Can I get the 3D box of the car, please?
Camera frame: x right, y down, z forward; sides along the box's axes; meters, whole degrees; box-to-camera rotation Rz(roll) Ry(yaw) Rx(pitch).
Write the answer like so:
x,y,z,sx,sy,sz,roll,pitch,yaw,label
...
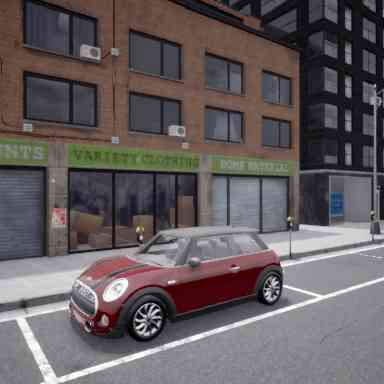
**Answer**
x,y,z,sx,sy,sz,roll,pitch,yaw,label
-0.174,1.440,6.401,4.097,1.590,1.967,0,0,-35,car
